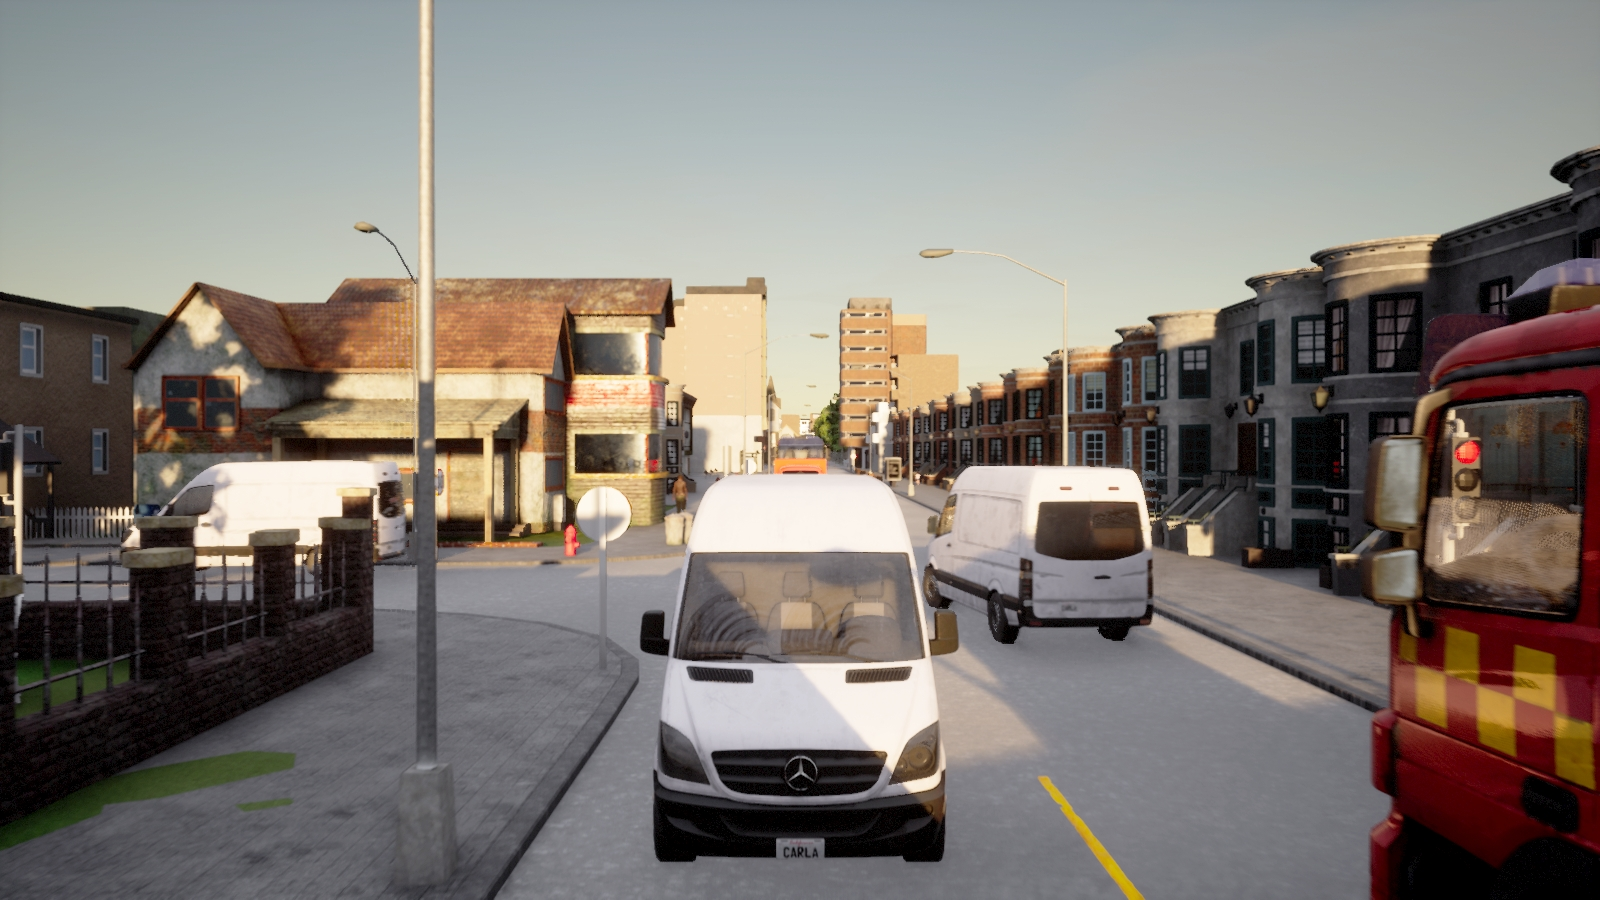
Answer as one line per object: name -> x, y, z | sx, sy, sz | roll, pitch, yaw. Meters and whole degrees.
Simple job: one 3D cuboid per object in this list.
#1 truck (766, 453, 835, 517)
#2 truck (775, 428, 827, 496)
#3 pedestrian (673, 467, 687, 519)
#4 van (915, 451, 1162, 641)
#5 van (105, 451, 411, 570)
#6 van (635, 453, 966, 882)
truck -> 0.015, 1.348, 46.501 | 2.627, 2.467, 5.204 | 0, 0, 0
truck -> 0.037, 0.667, 68.482 | 2.891, 3.827, 8.468 | 0, 0, 0
pedestrian -> -4.282, 1.526, 40.757 | 0.375, 1.860, 0.375 | 0, 0, 14
van -> 3.576, 1.314, 18.565 | 1.988, 2.561, 5.915 | 0, 0, -8
van -> -12.027, 1.314, 25.640 | 5.915, 2.561, 1.988 | 0, 0, 0
van -> 0.002, 1.314, 9.826 | 1.988, 2.561, 5.915 | 0, 0, 0
